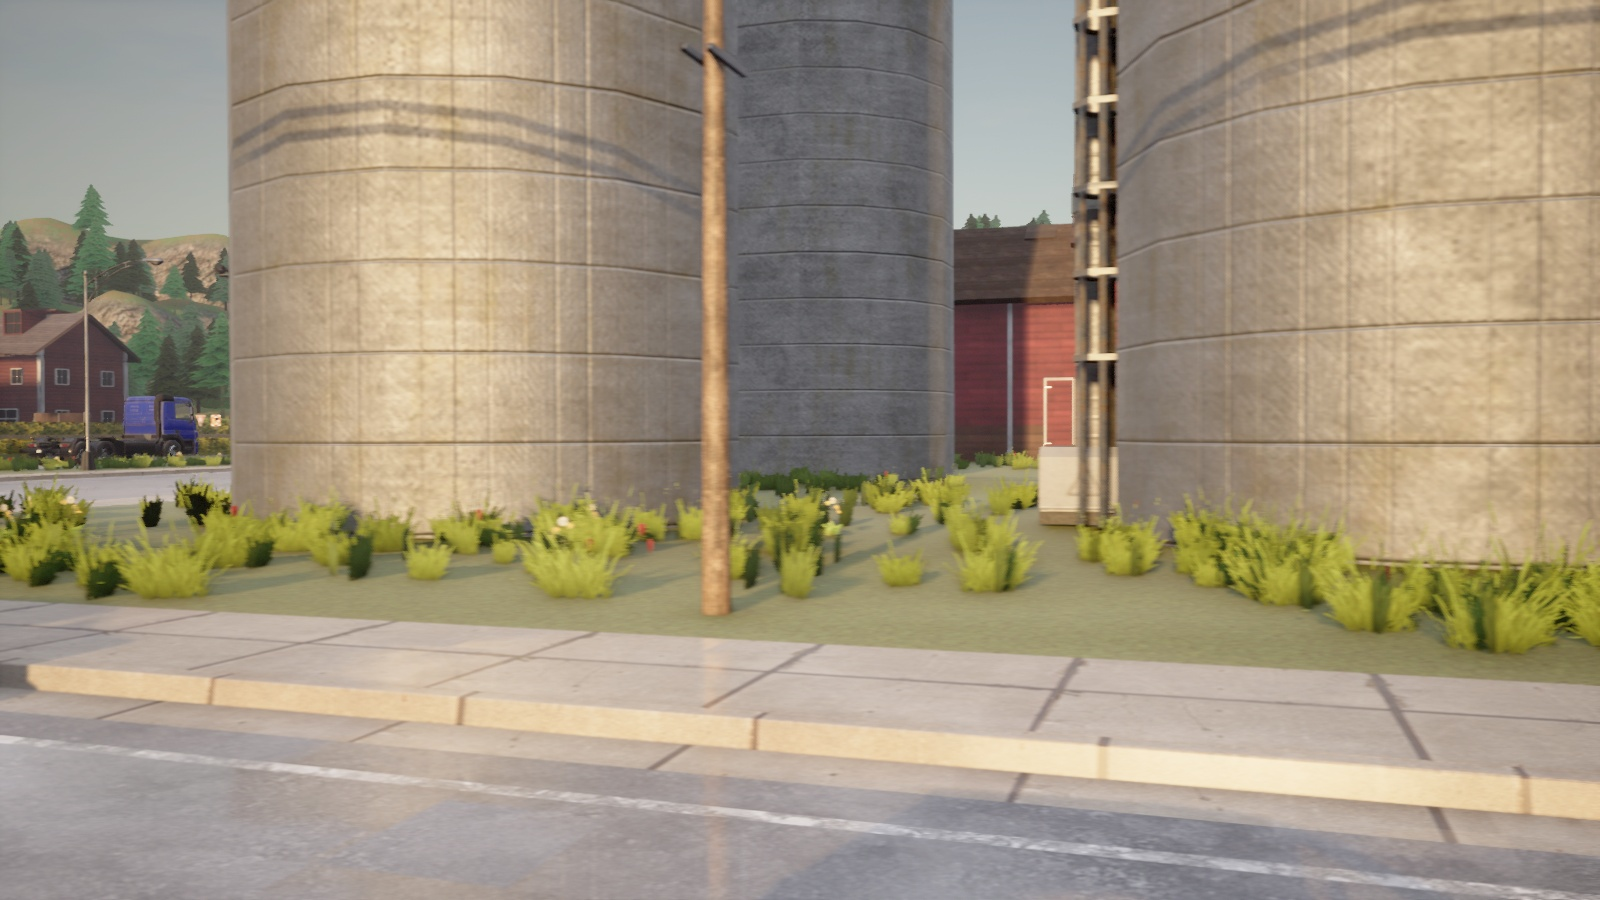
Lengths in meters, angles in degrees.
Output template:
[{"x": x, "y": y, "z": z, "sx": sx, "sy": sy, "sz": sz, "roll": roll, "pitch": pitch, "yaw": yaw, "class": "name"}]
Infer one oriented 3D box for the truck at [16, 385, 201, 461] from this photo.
[{"x": -33.658, "y": -1.286, "z": 61.564, "sx": 2.891, "sy": 3.462, "sz": 7.936, "roll": 1, "pitch": 1, "yaw": 21, "class": "truck"}]
